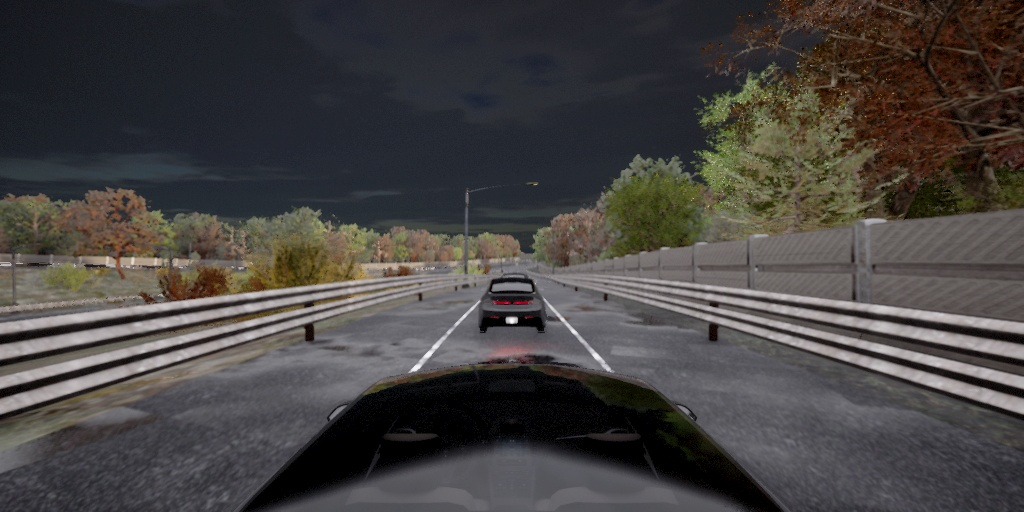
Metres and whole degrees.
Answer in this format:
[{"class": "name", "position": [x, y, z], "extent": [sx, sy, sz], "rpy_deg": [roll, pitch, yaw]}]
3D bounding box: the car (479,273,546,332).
[{"class": "car", "position": [0.010, 1.426, 11.494], "extent": [1.837, 1.490, 4.892], "rpy_deg": [0, -1, 0]}]

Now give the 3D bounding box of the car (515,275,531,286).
[{"class": "car", "position": [1.481, 3.171, 47.599], "extent": [1.994, 1.385, 4.181], "rpy_deg": [0, -3, 4]}]
